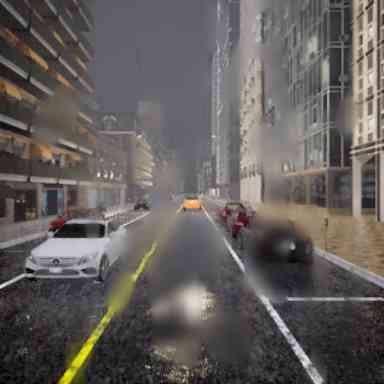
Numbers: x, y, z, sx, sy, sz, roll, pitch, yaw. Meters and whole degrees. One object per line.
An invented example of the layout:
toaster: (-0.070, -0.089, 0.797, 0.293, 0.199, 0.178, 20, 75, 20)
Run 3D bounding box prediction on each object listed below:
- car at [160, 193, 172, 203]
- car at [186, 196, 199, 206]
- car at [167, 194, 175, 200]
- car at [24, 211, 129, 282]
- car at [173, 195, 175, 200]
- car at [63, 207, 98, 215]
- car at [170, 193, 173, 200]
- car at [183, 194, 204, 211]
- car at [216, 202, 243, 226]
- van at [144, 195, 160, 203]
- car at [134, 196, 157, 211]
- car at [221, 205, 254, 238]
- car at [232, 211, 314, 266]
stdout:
car: (-5.689, 1.462, 67.798, 1.802, 1.307, 4.206, 0, 0, 0)
car: (0.097, 1.451, 52.876, 2.033, 1.411, 5.357, 0, 0, 0)
car: (-5.688, 1.294, 90.393, 1.967, 1.590, 4.097, 0, 0, 0)
car: (-3.062, 1.505, 9.822, 1.812, 1.442, 4.674, 0, 0, 0)
car: (-5.689, 1.182, 79.095, 2.192, 1.841, 5.009, 0, 0, 0)
car: (-5.690, 1.511, 16.961, 1.887, 1.381, 4.507, 0, 0, 0)
car: (-5.688, 1.455, 73.447, 1.802, 1.307, 4.206, 0, 0, 0)
car: (0.075, 1.276, 40.465, 2.097, 1.767, 4.553, 0, 0, 1)
car: (2.690, 1.397, 22.609, 1.967, 1.590, 4.097, 0, 0, 0)
van: (-5.689, 1.257, 45.204, 1.690, 1.788, 3.998, 0, 0, 0)
car: (-5.690, 1.492, 39.555, 1.947, 1.339, 4.313, 0, 0, 0)
car: (2.690, 1.549, 16.961, 1.802, 1.307, 4.206, 0, 0, 0)
car: (2.690, 1.543, 11.312, 1.947, 1.339, 4.313, 0, 0, 0)
